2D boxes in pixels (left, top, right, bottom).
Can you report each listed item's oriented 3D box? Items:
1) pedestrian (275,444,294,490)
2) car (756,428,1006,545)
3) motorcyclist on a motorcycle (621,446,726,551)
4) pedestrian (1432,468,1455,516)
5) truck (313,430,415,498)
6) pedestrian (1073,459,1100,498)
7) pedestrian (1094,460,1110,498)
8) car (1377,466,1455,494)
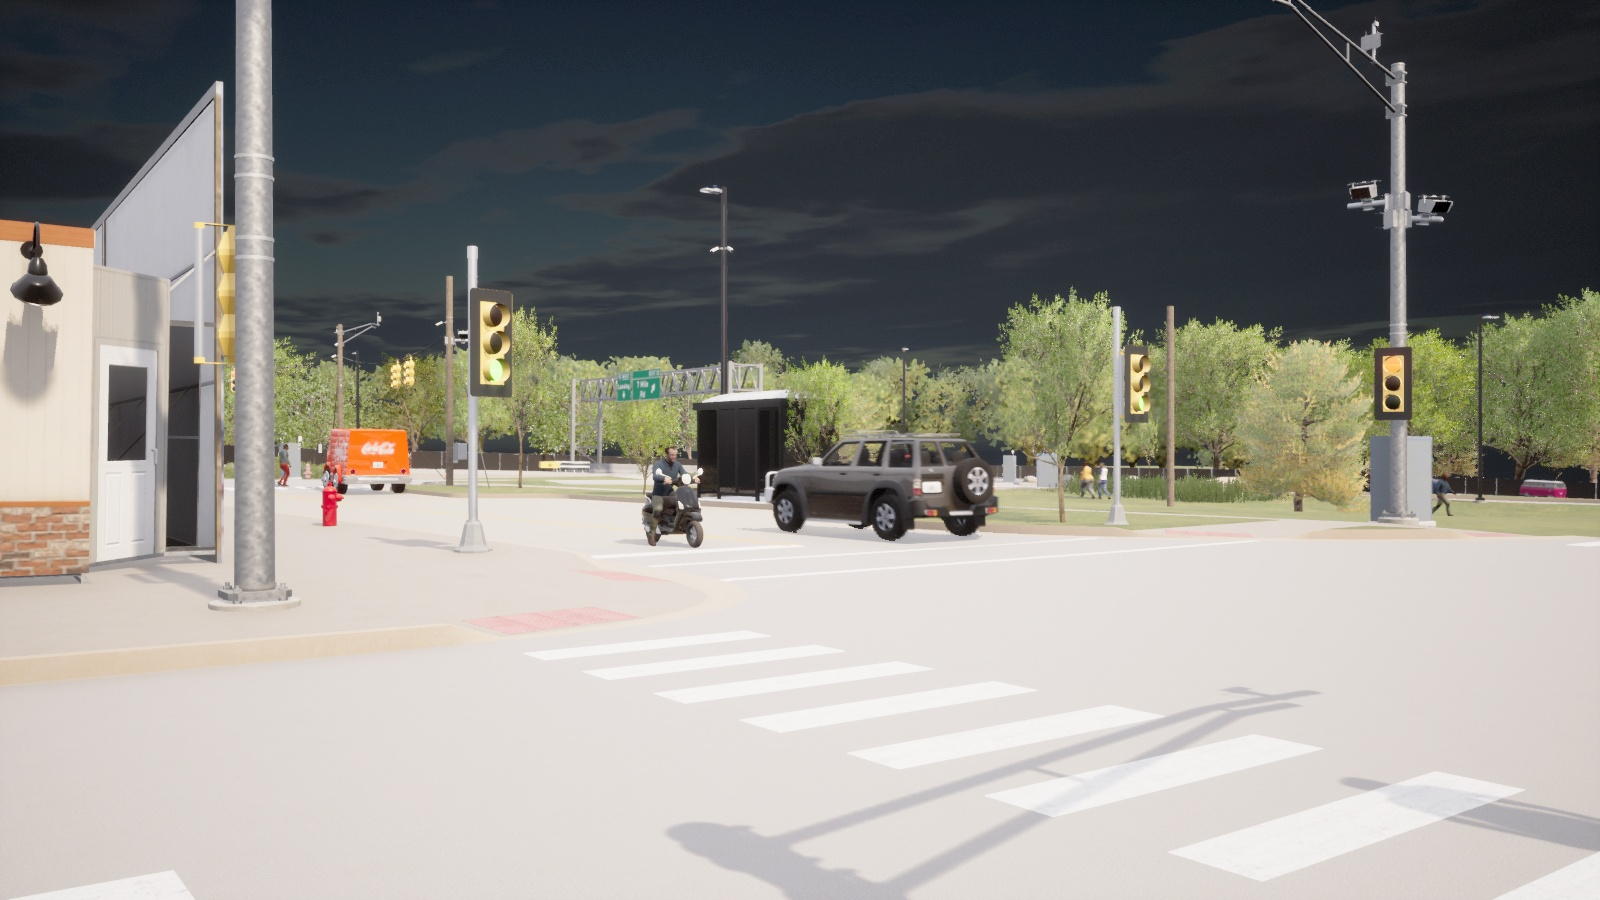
[{"bbox_3d":[-21.245,0.695,51.750,0.614,1.847,0.353,0,0,-41],"label":"pedestrian"},{"bbox_3d":[1.314,0.586,22.348,1.932,1.855,4.605,0,0,-36],"label":"car"},{"bbox_3d":[-2.040,0.744,20.081,0.866,1.590,1.817,0,0,-36],"label":"motorcyclist on a motorcycle"},{"bbox_3d":[24.930,1.628,48.644,0.370,1.835,0.726,0,0,-43],"label":"pedestrian"},{"bbox_3d":[-16.951,0.483,48.656,2.627,2.467,5.204,0,1,-32],"label":"truck"},{"bbox_3d":[13.784,1.358,60.490,0.874,1.855,0.900,0,0,-40],"label":"pedestrian"},{"bbox_3d":[14.569,1.386,60.521,0.354,1.836,0.706,0,0,-32],"label":"pedestrian"},{"bbox_3d":[38.727,1.869,79.034,3.988,1.617,1.851,2,-1,10],"label":"car"}]
